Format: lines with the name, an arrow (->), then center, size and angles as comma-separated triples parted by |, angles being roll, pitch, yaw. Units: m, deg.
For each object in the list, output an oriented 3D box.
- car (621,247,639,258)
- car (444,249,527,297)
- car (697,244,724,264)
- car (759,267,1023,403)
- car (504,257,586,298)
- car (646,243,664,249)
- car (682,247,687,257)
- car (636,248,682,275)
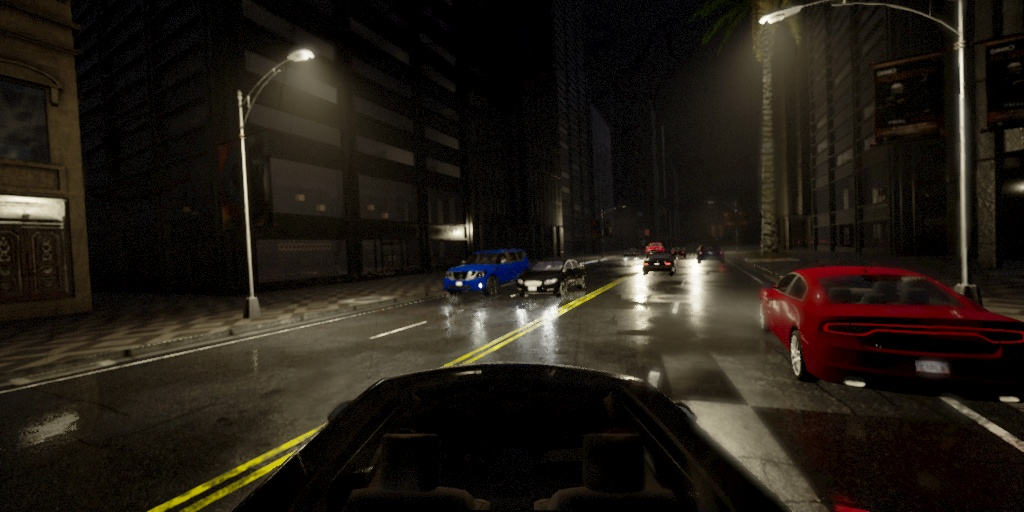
car -> 18.450, -0.528, 55.048 | 1.812, 1.442, 4.674 | -2, 1, 28
car -> -0.966, 0.706, 17.403 | 2.150, 2.045, 5.566 | -2, 1, 27
car -> 18.260, -0.284, 33.072 | 2.097, 1.767, 4.553 | -2, 1, 28
car -> 5.484, 0.907, 5.916 | 1.882, 1.535, 5.008 | -2, 1, 27
car -> 1.878, 0.885, 15.814 | 2.128, 1.511, 4.902 | -2, 1, 27
car -> 21.508, -0.939, 53.905 | 2.150, 2.045, 5.566 | -2, 1, 28
car -> 22.295, -0.486, 47.951 | 1.895, 1.301, 4.718 | -2, 1, 27
car -> 9.875, 0.446, 23.817 | 2.033, 1.411, 5.357 | -2, 1, 27
